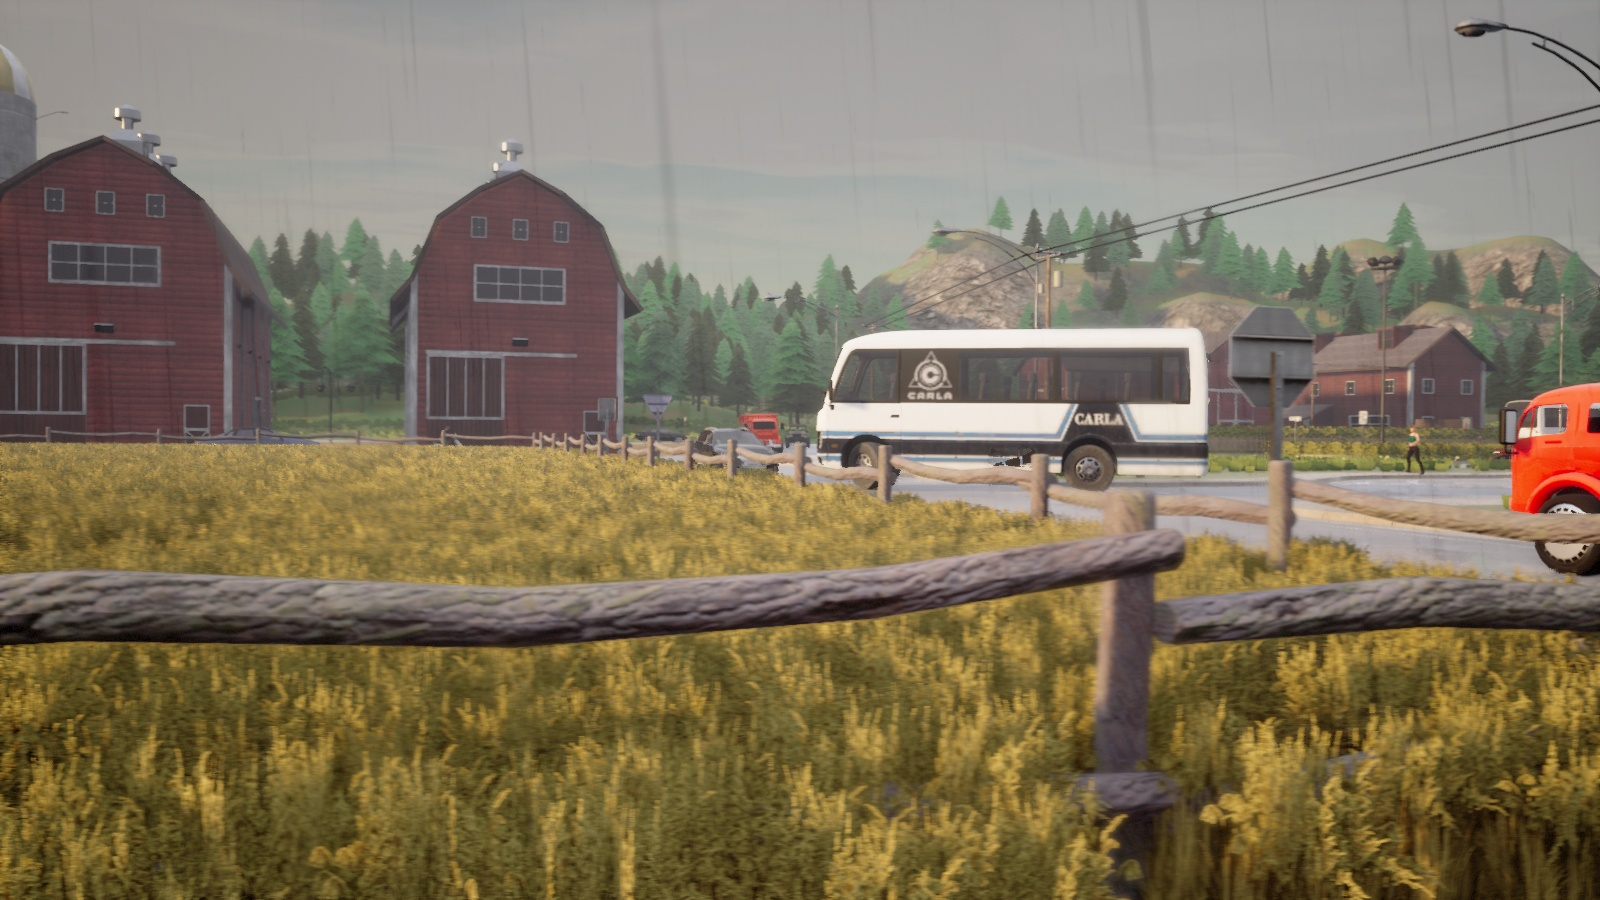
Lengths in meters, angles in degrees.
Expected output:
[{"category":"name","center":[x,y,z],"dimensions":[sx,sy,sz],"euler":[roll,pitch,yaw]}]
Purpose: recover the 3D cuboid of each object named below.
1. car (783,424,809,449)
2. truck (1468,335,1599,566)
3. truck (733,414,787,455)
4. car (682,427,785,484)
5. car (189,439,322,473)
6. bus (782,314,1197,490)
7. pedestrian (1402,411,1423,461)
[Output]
[{"category":"car","center":[-0.273,-1.092,97.672],"dimensions":[1.905,1.878,3.866],"euler":[-1,1,1]},{"category":"truck","center":[10.042,-0.003,12.987],"dimensions":[2.627,2.467,5.204],"euler":[-1,1,-17]},{"category":"truck","center":[-2.587,-1.007,79.798],"dimensions":[2.627,2.467,5.204],"euler":[-2,2,-9]},{"category":"car","center":[-2.162,0.133,39.356],"dimensions":[2.033,1.649,4.856],"euler":[-1,1,-18]},{"category":"car","center":[-24.299,0.228,56.302],"dimensions":[5.357,1.411,2.033],"euler":[-1,1,-21]},{"category":"bus","center":[5.013,-1.159,33.408],"dimensions":[10.273,4.253,3.944],"euler":[0,1,13]},{"category":"pedestrian","center":[22.619,-0.525,46.379],"dimensions":[0.594,1.836,0.345],"euler":[-1,1,-19]}]
